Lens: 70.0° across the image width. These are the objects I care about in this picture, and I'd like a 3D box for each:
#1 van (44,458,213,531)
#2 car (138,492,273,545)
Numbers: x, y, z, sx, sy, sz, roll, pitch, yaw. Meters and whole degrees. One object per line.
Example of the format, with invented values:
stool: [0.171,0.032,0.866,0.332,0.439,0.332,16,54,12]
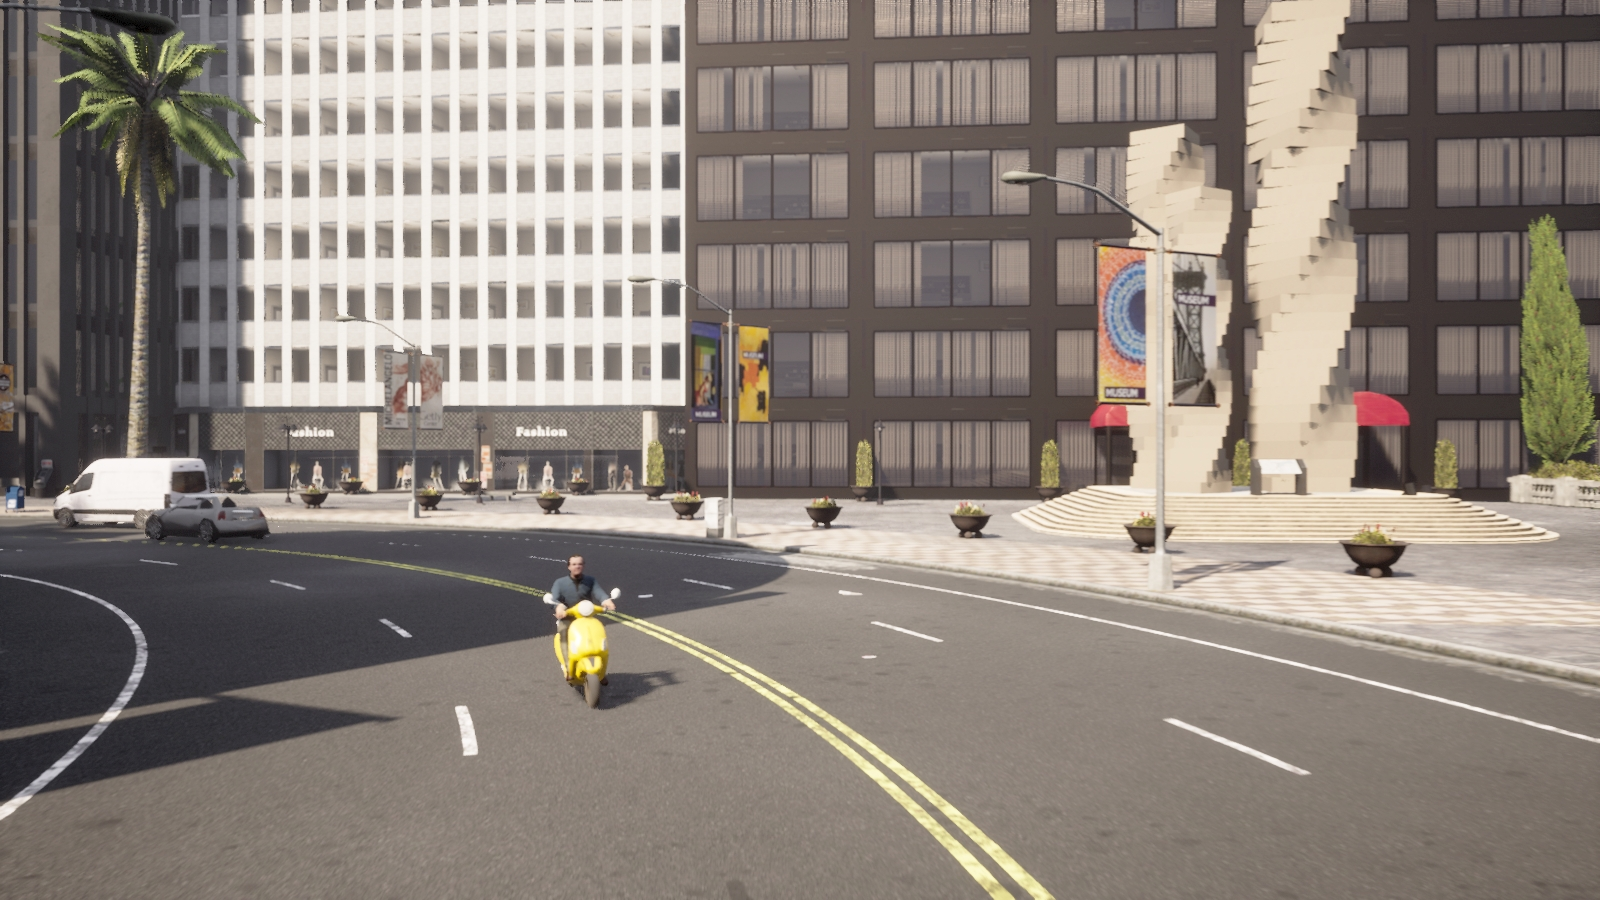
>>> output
van: [-24.818,1.597,42.253,5.915,2.561,1.988,0,0,18]
car: [-18.769,2.117,36.076,3.806,1.475,1.970,0,0,28]
